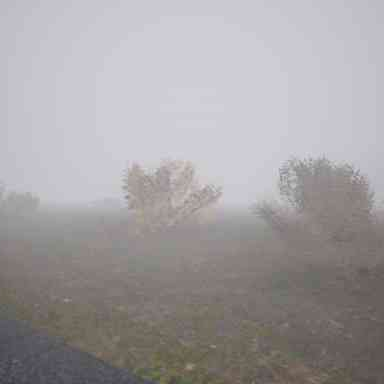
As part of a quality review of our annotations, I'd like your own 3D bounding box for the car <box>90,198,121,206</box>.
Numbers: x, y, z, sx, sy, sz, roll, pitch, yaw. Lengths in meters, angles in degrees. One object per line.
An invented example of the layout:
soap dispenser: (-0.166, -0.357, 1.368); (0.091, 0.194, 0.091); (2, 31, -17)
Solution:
car: (-14.433, 1.632, 55.890); (2.033, 1.411, 5.357); (-1, -1, 36)
